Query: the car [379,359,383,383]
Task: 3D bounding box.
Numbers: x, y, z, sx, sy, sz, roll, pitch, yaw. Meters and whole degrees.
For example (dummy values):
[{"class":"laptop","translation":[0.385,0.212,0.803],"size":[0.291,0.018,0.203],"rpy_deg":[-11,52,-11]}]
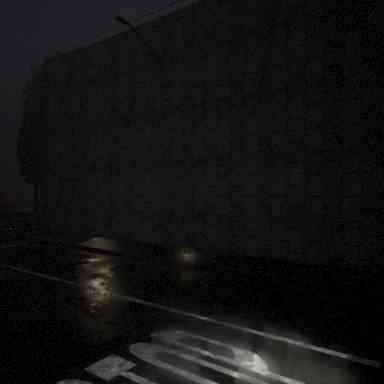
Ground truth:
[{"class":"car","translation":[3.486,1.530,1.505],"size":[4.674,1.442,1.812],"rpy_deg":[0,0,35]}]
